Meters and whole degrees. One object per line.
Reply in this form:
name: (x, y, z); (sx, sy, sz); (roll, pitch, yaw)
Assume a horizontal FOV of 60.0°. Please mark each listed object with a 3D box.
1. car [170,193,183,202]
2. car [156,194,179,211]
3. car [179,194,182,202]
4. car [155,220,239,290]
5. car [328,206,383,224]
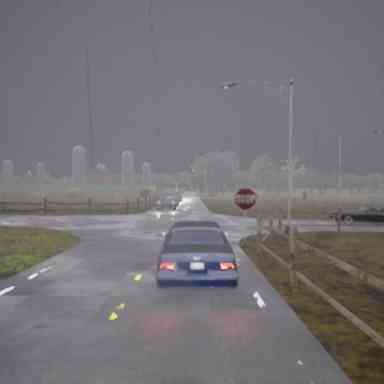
car: (-2.825, 1.047, 62.176); (2.128, 1.511, 4.902); (0, 0, 0)
car: (-2.765, 1.105, 36.585); (2.097, 1.767, 4.553); (0, 1, -2)
car: (-2.874, 1.144, 48.026); (1.882, 1.535, 5.008); (0, 1, 0)
car: (0.096, 1.489, 9.060); (2.033, 1.411, 5.357); (0, 0, 0)
car: (12.725, 1.696, 24.671); (4.718, 1.301, 1.895); (1, 1, 0)
